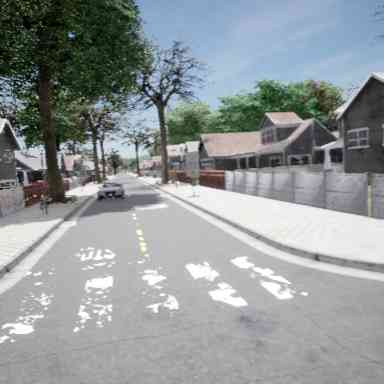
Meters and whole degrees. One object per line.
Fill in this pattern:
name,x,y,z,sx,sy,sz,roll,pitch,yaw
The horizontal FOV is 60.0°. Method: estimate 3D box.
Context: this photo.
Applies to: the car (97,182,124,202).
car,-6.478,-0.097,26.610,1.994,1.385,4.181,-4,5,-12
